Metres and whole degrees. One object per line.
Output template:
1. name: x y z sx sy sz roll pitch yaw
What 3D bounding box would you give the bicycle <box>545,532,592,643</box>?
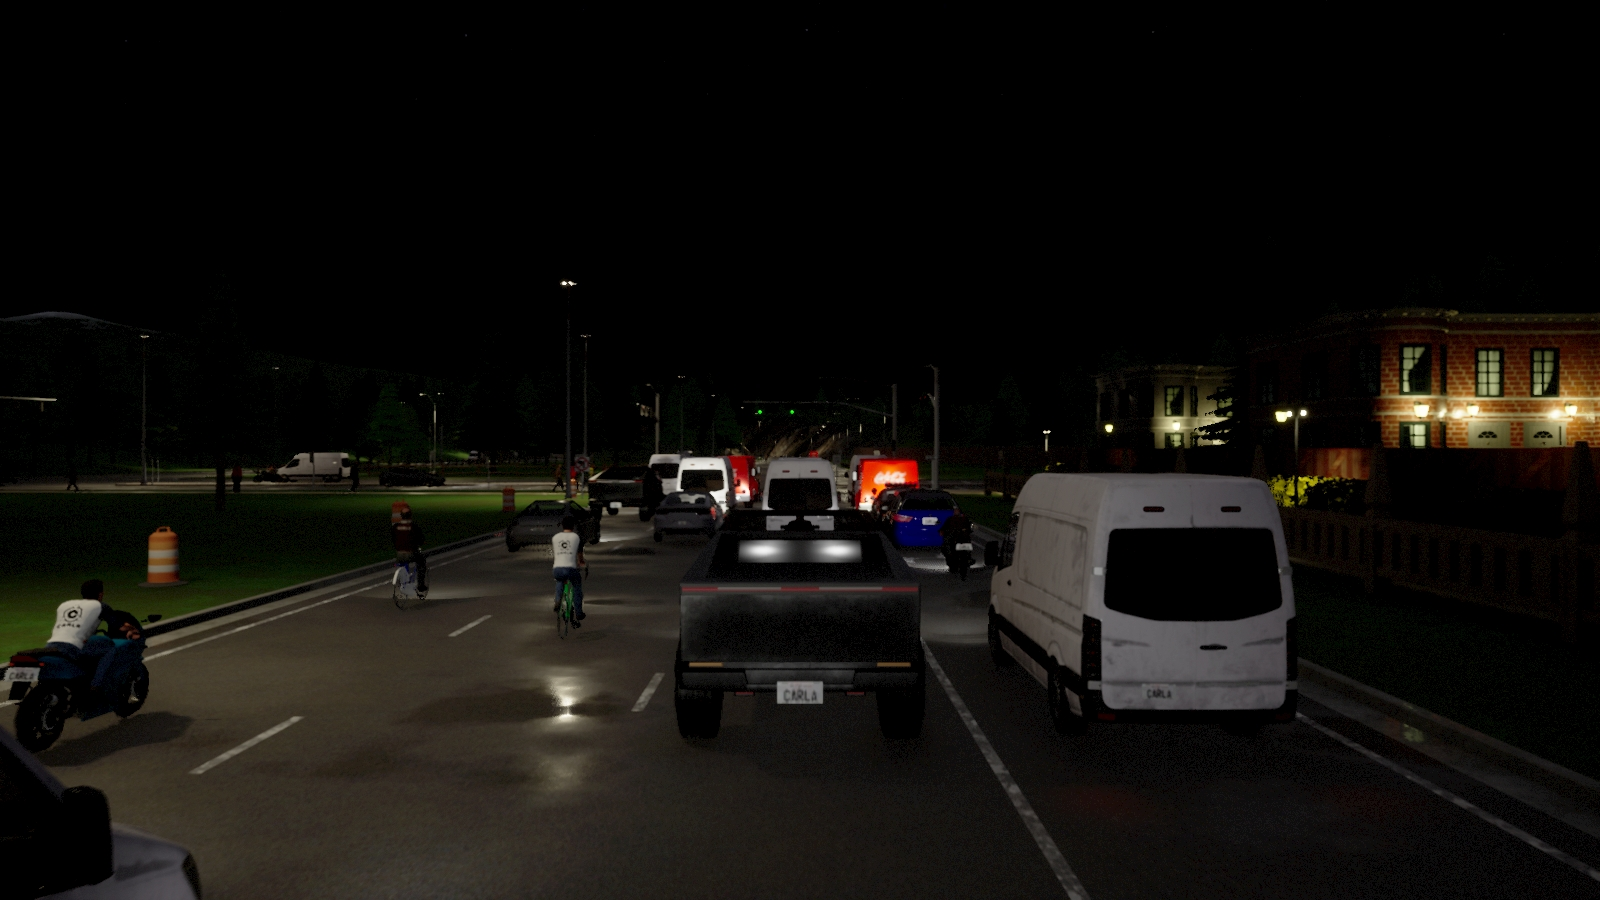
1. bicycle: -3.499 2.052 17.361 0.373 1.496 1.643 0 0 0

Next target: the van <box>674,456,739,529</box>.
1. van: -3.504 1.526 43.711 1.988 2.561 5.915 0 0 0

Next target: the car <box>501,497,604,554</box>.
1. car: -7.010 2.111 32.780 1.994 1.385 4.181 0 0 1

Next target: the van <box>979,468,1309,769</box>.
1. van: 3.497 1.532 13.045 1.988 2.561 5.915 0 0 0

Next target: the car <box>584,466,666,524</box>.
1. car: -7.000 1.745 46.518 2.390 2.098 6.274 0 0 0

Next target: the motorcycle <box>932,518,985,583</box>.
1. motorcycle: 3.501 2.200 25.430 0.867 1.251 2.209 0 0 0

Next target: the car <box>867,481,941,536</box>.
1. car: 3.501 1.975 39.520 2.097 1.638 5.238 0 0 0

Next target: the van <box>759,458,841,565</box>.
1. van: -0.003 1.528 30.755 1.988 2.561 5.915 0 0 0

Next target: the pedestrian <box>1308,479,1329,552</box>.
1. pedestrian: 13.447 1.690 29.654 0.375 1.860 0.375 0 0 1

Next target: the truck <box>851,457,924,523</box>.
1. truck: 3.499 1.564 46.760 2.627 2.467 5.204 0 0 0

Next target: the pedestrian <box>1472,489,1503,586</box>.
1. pedestrian: 13.371 1.692 22.228 0.375 1.860 0.375 0 0 0

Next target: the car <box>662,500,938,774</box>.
1. car: 0.001 1.751 13.003 2.390 2.098 6.274 0 0 0

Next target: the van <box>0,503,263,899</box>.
1. van: -3.505 1.534 2.379 1.988 2.561 5.915 0 0 0

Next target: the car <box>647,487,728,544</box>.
1. car: -3.495 2.027 36.424 2.097 1.535 5.006 0 0 0

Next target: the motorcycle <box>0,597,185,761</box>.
1. motorcycle: -6.999 2.184 11.247 0.803 1.199 2.033 0 0 0

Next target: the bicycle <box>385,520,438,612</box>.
1. bicycle: -7.005 2.056 20.649 0.329 1.471 1.835 0 0 0

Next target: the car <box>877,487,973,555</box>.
1. car: 3.501 1.961 32.825 2.242 1.667 4.611 0 0 0
